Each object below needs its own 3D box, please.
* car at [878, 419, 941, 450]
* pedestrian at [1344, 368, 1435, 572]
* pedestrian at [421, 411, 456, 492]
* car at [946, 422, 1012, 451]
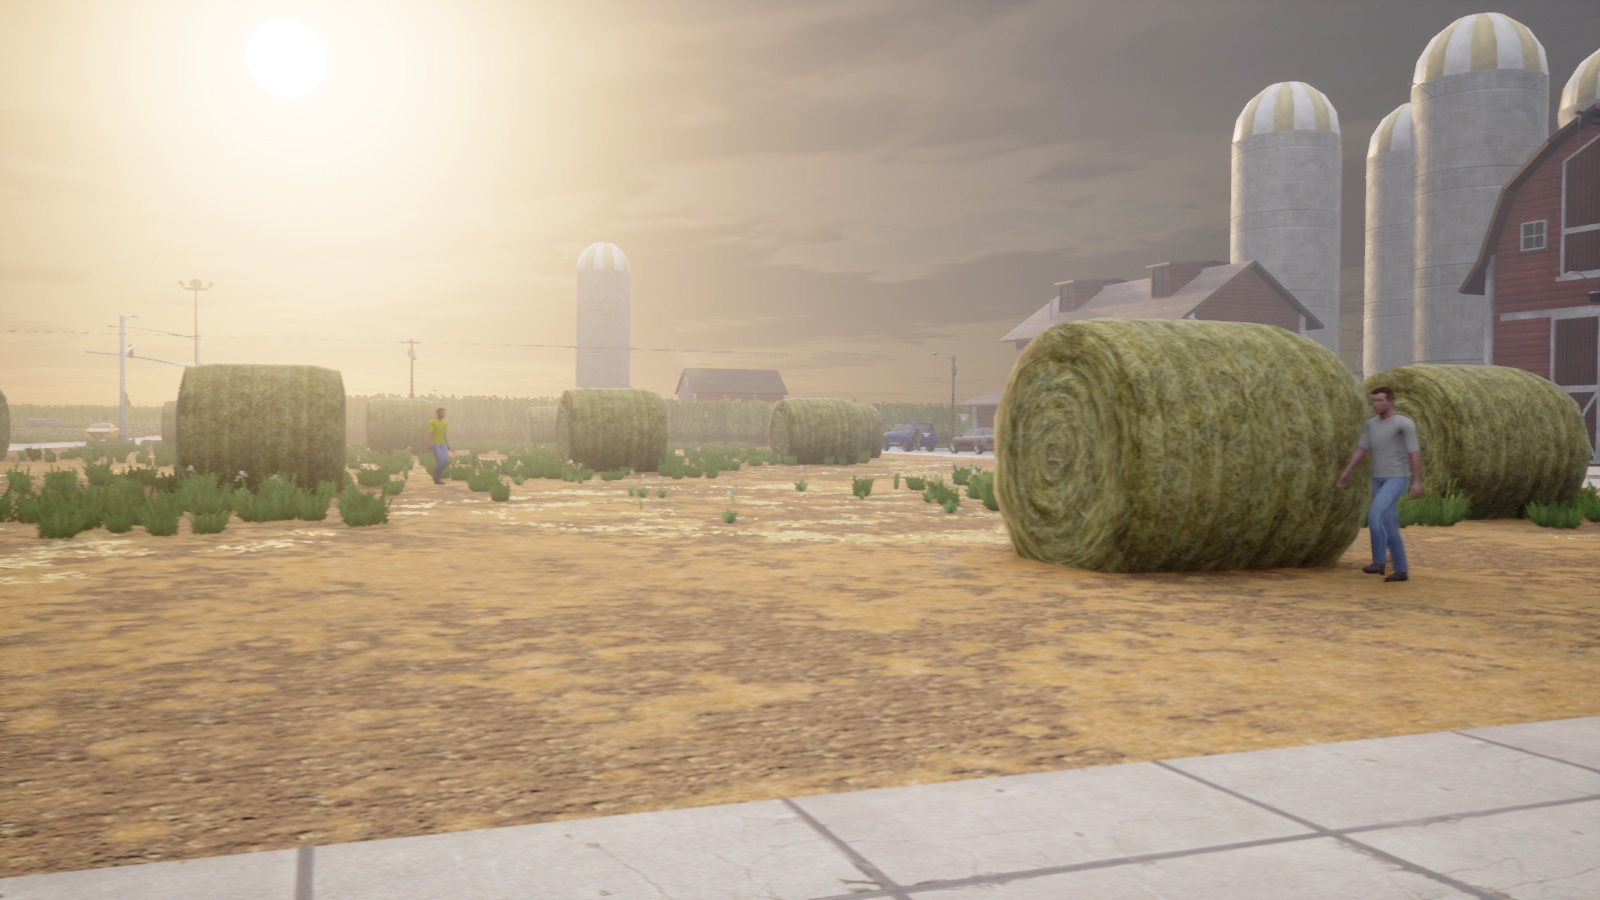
[{"bbox_3d":[7.633,-1.086,88.123,2.150,2.045,5.566,-1,1,-22],"label":"car"},{"bbox_3d":[5.427,0.171,11.563,0.706,1.836,0.354,-1,1,-21],"label":"pedestrian"},{"bbox_3d":[-8.301,0.039,28.858,0.706,1.836,0.354,0,1,29],"label":"pedestrian"},{"bbox_3d":[11.224,-0.840,79.166,2.097,1.767,4.553,-1,1,-22],"label":"car"}]
